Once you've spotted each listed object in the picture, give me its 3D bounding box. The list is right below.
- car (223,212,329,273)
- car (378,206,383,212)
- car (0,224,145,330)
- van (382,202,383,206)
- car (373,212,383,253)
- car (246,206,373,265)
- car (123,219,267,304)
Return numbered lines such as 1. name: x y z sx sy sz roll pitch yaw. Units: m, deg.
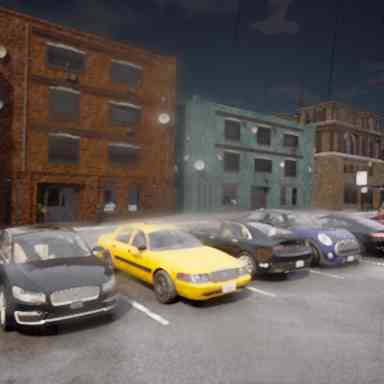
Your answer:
1. car: 1.333 1.547 10.388 2.231 1.521 4.892 1 0 -35
2. car: 10.376 1.676 16.882 2.163 1.488 4.792 1 0 -35
3. car: -3.206 1.495 7.166 2.231 1.521 4.892 1 0 -36
4. van: 12.644 1.445 18.608 1.878 1.987 4.442 1 0 -36
5. car: 5.863 1.637 13.624 2.002 1.452 4.674 1 0 -35
6. car: 3.579 1.447 12.036 2.185 1.767 4.553 1 0 -35
7. car: -0.829 1.517 8.626 1.946 1.575 5.366 1 0 -35
